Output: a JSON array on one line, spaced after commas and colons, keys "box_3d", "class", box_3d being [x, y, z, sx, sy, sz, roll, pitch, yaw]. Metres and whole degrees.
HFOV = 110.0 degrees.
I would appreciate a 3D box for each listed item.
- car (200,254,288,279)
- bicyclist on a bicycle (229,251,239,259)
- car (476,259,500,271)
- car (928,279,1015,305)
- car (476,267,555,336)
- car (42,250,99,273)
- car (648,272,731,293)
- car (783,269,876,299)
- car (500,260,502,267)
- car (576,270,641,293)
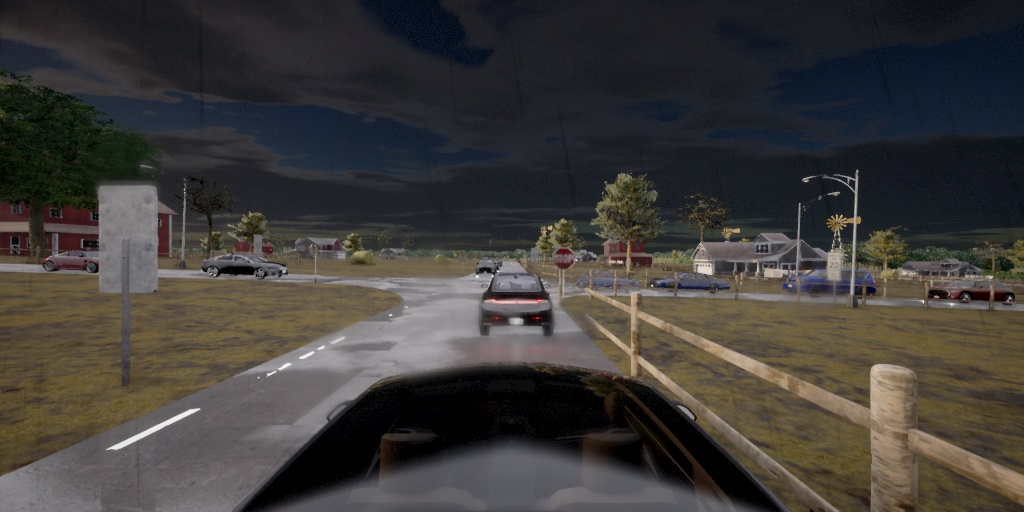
[{"box_3d": [-17.100, 0.645, 23.068, 4.902, 1.511, 2.128, 2, 0, 0], "class": "car"}, {"box_3d": [-22.577, 0.419, 29.056, 0.582, 1.620, 1.656, 2, 0, 0], "class": "bicyclist on a bicycle"}, {"box_3d": [-2.792, 1.134, 39.687, 2.097, 1.767, 4.553, 0, 0, 0], "class": "car"}, {"box_3d": [33.060, 2.483, 25.996, 4.553, 1.767, 2.097, 2, 0, 0], "class": "car"}, {"box_3d": [0.111, 1.246, 10.383, 2.128, 1.511, 4.902, 0, 0, 0], "class": "car"}, {"box_3d": [-27.149, 0.345, 23.073, 4.181, 1.385, 1.994, 2, 0, 0], "class": "car"}, {"box_3d": [12.783, 1.860, 25.972, 5.357, 1.411, 2.033, 2, 0, -1], "class": "car"}, {"box_3d": [22.971, 1.940, 26.007, 5.566, 2.045, 2.150, 2, 0, 0], "class": "car"}, {"box_3d": [-2.757, 1.301, 51.681, 1.837, 1.490, 4.892, 0, 0, 0], "class": "car"}, {"box_3d": [6.349, 1.617, 23.720, 4.181, 1.385, 1.994, 2, 0, 19], "class": "car"}]
